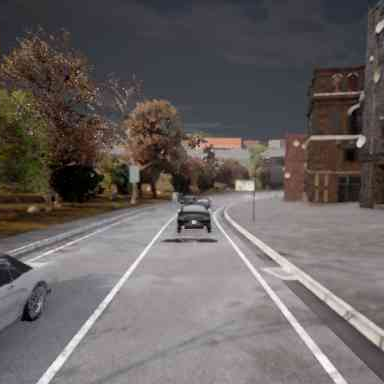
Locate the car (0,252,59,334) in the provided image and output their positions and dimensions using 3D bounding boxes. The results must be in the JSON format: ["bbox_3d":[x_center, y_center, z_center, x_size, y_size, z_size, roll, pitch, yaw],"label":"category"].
[{"bbox_3d":[-3.598,1.592,4.450,1.895,1.301,4.718,0,0,0],"label":"car"}]

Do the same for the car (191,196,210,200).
[{"bbox_3d":[1.370,1.403,38.270,1.812,1.442,4.674,1,1,8],"label":"car"}]

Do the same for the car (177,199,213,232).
[{"bbox_3d":[0.131,1.437,19.960,1.882,1.535,5.008,0,0,0],"label":"car"}]

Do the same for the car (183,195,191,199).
[{"bbox_3d":[-0.359,1.209,48.332,1.994,1.385,4.181,1,1,15],"label":"car"}]
